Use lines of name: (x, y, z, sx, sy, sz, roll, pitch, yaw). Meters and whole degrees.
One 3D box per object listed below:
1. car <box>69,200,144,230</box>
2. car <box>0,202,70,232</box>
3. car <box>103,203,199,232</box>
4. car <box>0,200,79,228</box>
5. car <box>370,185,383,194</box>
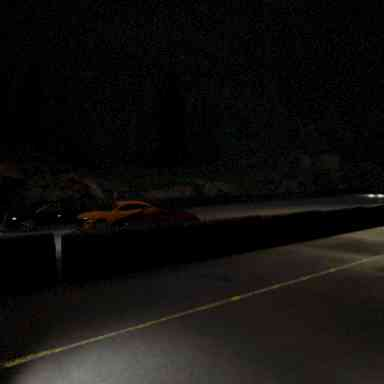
car: (-3.817, 1.263, 18.465, 5.008, 1.535, 1.882, -2, 1, -35)
car: (-8.267, 1.365, 19.591, 4.902, 1.511, 2.128, -2, 1, -35)
car: (-1.660, 1.345, 15.704, 4.181, 1.385, 1.994, -2, 1, -35)
car: (-10.270, 1.398, 22.460, 4.674, 1.442, 1.812, -2, 1, -35)
car: (29.185, -0.403, 50.479, 5.357, 1.411, 2.033, -3, 2, -35)
